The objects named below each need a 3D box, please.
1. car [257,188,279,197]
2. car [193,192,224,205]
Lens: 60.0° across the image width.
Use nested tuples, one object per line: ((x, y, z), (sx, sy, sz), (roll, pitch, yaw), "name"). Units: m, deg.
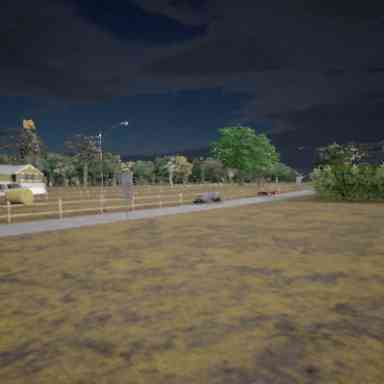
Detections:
((11.701, 0.011, 51.443), (1.895, 1.301, 4.718), (-2, 1, 35), "car")
((1.869, 0.701, 37.768), (1.994, 1.385, 4.181), (-2, 1, 36), "car")
